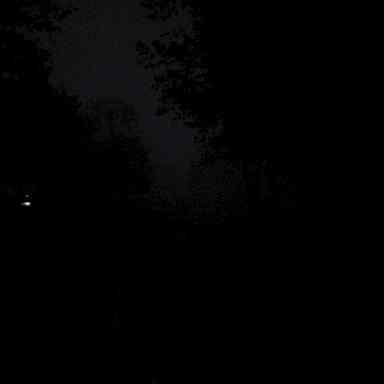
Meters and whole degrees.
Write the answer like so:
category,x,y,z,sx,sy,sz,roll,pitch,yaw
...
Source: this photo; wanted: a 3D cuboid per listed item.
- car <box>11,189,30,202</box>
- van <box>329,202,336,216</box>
category,x,y,z,sx,sy,sz,roll,pitch,yaw
car,-23.202,0.421,44.788,2.097,1.767,4.553,2,0,-30
van,15.364,1.804,37.464,1.878,1.987,4.442,1,1,18
